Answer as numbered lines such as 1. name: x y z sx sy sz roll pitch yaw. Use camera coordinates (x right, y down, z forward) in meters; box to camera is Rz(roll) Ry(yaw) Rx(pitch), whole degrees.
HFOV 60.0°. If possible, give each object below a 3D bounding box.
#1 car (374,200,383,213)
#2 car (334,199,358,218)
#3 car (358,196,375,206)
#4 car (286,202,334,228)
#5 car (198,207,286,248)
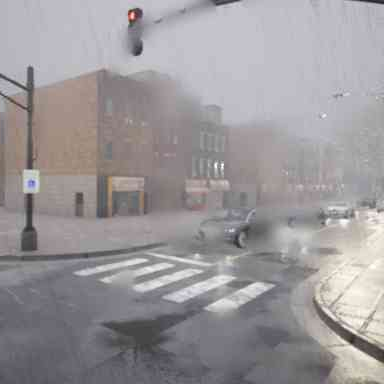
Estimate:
1. car: 22.792 1.659 38.627 1.812 1.442 4.674 2 1 36
2. car: 13.858 1.593 31.189 1.812 1.442 4.674 2 1 36
3. car: 22.845 1.259 43.573 1.837 1.490 4.892 2 1 36
4. car: 7.878 1.572 22.855 2.033 1.411 5.357 2 1 35
5. car: 2.142 1.462 14.831 2.128 1.511 4.902 2 1 36
